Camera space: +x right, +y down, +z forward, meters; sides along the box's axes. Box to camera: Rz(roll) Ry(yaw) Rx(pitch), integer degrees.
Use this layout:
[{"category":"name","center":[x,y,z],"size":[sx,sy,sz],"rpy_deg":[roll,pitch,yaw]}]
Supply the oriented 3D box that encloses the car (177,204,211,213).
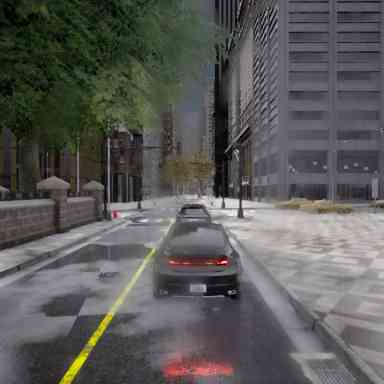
[{"category":"car","center":[0.101,1.441,18.601],"size":[2.033,1.649,4.856],"rpy_deg":[0,0,1]}]

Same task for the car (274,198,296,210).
[{"category":"car","center":[12.111,1.330,39.054],"size":[4.829,1.417,1.752],"rpy_deg":[-1,1,0]}]

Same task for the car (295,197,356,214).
[{"category":"car","center":[12.411,1.343,30.527],"size":[4.829,1.417,1.752],"rpy_deg":[-1,1,0]}]

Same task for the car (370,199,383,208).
[{"category":"car","center":[23.452,1.146,38.988],"size":[4.829,1.417,1.752],"rpy_deg":[-1,1,0]}]

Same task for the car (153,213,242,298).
[{"category":"car","center":[0.114,1.508,8.471],"size":[1.837,1.490,4.892],"rpy_deg":[0,0,0]}]
